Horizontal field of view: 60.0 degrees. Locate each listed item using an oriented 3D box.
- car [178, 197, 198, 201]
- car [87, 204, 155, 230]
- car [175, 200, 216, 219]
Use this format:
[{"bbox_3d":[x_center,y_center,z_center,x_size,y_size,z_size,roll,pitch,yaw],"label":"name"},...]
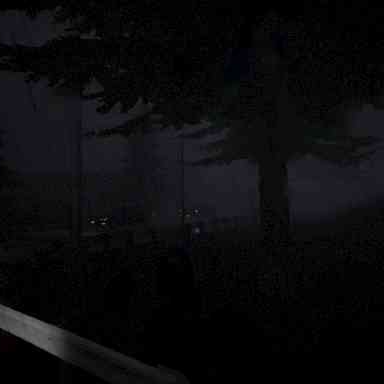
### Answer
[{"bbox_3d":[-0.055,1.419,39.612,2.097,1.767,4.553,0,0,-39],"label":"car"},{"bbox_3d":[-4.433,1.542,21.506,1.837,1.490,4.892,0,0,35],"label":"car"},{"bbox_3d":[0.546,1.640,29.330,1.895,1.301,4.718,0,0,23],"label":"car"}]
